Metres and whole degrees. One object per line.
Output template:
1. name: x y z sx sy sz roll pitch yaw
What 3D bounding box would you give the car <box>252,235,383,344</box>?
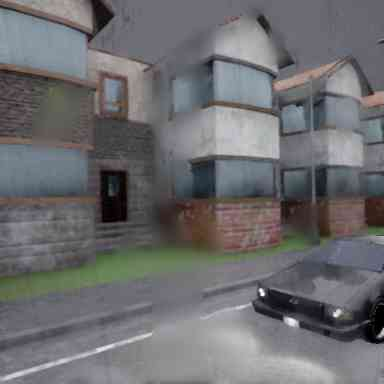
1. car: 3.638 1.620 6.768 5.357 1.411 2.033 0 -1 -37
